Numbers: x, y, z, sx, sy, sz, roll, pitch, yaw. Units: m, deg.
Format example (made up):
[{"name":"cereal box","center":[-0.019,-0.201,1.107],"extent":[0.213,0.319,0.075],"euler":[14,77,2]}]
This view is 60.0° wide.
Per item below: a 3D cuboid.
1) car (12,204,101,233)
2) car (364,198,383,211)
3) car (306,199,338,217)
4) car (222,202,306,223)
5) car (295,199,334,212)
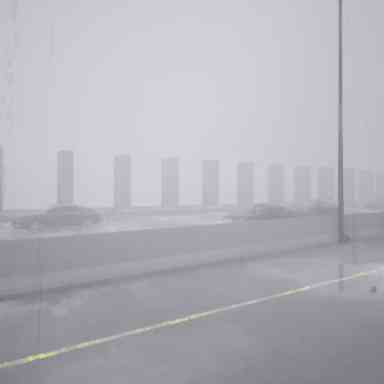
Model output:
[{"name":"car","center":[-7.907,1.494,19.702],"extent":[4.892,1.490,1.837],"euler":[1,0,-34]},{"name":"car","center":[22.481,1.448,39.085],"extent":[5.357,1.411,2.033],"euler":[0,0,-32]},{"name":"car","center":[9.996,1.467,27.213],"extent":[4.674,1.442,1.812],"euler":[0,0,-32]},{"name":"car","center":[3.941,1.456,19.141],"extent":[4.902,1.511,2.128],"euler":[0,0,-33]},{"name":"car","center":[14.033,1.483,37.976],"extent":[4.181,1.385,1.994],"euler":[0,0,-32]}]
